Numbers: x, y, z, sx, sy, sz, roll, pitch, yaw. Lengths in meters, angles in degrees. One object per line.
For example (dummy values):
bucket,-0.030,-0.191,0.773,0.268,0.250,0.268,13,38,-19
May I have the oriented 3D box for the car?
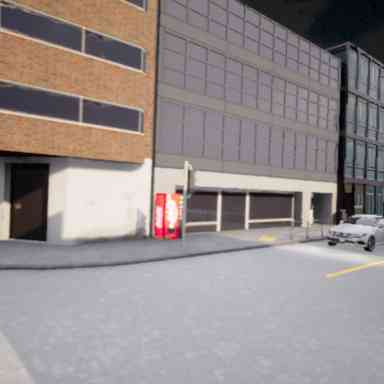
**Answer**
car,8.118,1.801,15.560,4.674,1.442,1.812,2,0,-40
